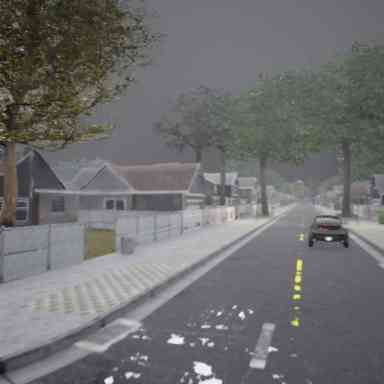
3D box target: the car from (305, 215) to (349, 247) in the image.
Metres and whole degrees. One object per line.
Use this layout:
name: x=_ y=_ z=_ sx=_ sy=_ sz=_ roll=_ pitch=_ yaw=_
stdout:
car: x=7.169 y=1.980 z=17.667 sx=1.837 sy=1.490 sz=4.892 roll=0 pitch=-2 yaw=20
